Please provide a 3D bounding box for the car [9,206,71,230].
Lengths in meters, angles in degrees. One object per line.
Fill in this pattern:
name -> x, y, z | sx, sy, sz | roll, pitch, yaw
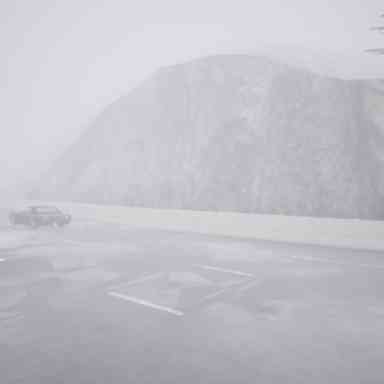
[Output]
car -> -9.377, 1.497, 20.267 | 4.718, 1.301, 1.895 | 1, 0, 41
